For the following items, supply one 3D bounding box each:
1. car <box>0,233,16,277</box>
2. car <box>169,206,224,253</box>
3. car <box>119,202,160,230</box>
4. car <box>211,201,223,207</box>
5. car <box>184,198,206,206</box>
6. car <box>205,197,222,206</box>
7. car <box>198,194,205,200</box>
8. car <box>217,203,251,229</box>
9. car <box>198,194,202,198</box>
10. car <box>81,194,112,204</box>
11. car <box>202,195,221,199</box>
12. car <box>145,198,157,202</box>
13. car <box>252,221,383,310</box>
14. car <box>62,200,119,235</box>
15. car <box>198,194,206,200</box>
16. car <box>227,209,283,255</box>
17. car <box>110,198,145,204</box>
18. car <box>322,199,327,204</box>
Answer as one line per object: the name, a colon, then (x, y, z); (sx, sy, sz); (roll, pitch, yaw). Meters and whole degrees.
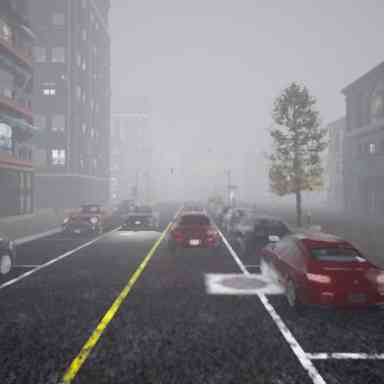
car: (-5.690, 1.543, 7.482); (2.008, 1.369, 4.403); (0, 0, 0)
car: (0.095, 1.514, 13.472); (1.812, 1.442, 4.674); (0, 0, 0)
car: (-3.099, 1.550, 20.896); (1.994, 1.385, 4.181); (0, 0, 0)
car: (2.691, 1.550, 24.098); (1.947, 1.339, 4.313); (0, 0, 0)
car: (0.102, 1.583, 33.304); (1.895, 1.301, 4.718); (0, 0, 0)
car: (2.693, 1.506, 35.347); (1.752, 1.417, 4.829); (0, 0, 0)
car: (2.697, 1.451, 95.602); (1.967, 1.590, 4.097); (0, 0, 0)
car: (2.691, 1.537, 18.558); (2.008, 1.369, 4.403); (0, 0, 0)
car: (2.696, 1.547, 84.208); (2.008, 1.369, 4.403); (0, 0, 0)
car: (-17.268, 1.239, 60.493); (5.009, 1.841, 2.192); (0, 0, 0)
car: (2.693, 1.294, 40.717); (2.192, 1.841, 5.009); (0, 0, 0)
car: (-5.688, 1.504, 46.088); (1.752, 1.417, 4.829); (0, 0, 0)
car: (2.691, 1.573, 7.481); (1.802, 1.307, 4.206); (0, 0, 0)
car: (-5.690, 1.427, 18.560); (1.967, 1.590, 4.097); (0, 0, 0)
car: (2.697, 1.443, 89.905); (1.967, 1.590, 4.097); (0, 0, 0)
car: (2.691, 1.554, 13.021); (1.947, 1.339, 4.313); (0, 0, 0)
car: (-5.688, 1.424, 29.639); (1.967, 1.590, 4.097); (0, 0, 0)
car: (26.156, 1.641, 60.745); (4.507, 1.381, 1.887); (0, 0, 0)
